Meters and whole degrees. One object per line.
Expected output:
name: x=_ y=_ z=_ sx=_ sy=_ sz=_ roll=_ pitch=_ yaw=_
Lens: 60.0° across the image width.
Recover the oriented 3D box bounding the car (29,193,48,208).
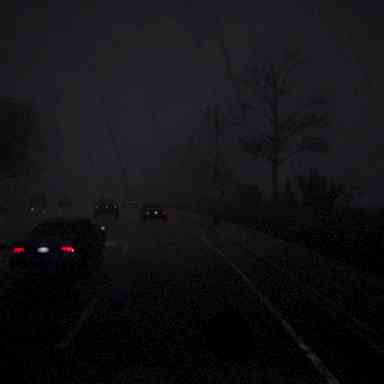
car: x=-22.404 y=1.168 z=48.578 sx=2.150 sy=2.045 sz=5.566 roll=0 pitch=0 yaw=-26

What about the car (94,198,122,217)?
car: x=-7.844 y=1.323 z=30.444 sx=2.097 sy=1.767 sz=4.553 roll=0 pitch=0 yaw=-15

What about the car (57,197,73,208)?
car: x=-18.430 y=1.455 z=48.324 sx=1.837 sy=1.490 sz=4.892 roll=0 pitch=0 yaw=-25

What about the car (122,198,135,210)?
car: x=-8.016 y=1.452 z=42.112 sx=2.128 sy=1.511 sz=4.902 roll=0 pitch=0 yaw=-21

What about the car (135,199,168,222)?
car: x=-3.095 y=1.521 z=26.056 sx=2.033 sy=1.411 sz=5.357 roll=0 pitch=0 yaw=-13

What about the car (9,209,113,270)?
car: x=-4.101 y=1.540 z=11.061 sx=2.033 sy=1.411 sz=5.357 roll=0 pitch=0 yaw=-6
